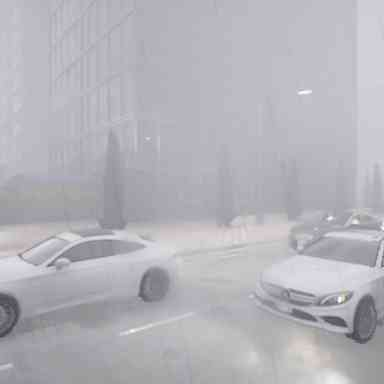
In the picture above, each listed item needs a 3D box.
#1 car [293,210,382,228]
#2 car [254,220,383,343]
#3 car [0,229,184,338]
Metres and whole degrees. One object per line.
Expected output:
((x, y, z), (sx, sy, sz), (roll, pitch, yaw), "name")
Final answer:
((5.734, 1.484, 12.981), (4.902, 1.511, 2.128), (0, 0, -38), "car")
((3.258, 1.521, 6.595), (4.674, 1.442, 1.812), (0, 0, -38), "car")
((-2.308, 1.525, 6.673), (4.674, 1.442, 1.812), (0, 0, -38), "car")
